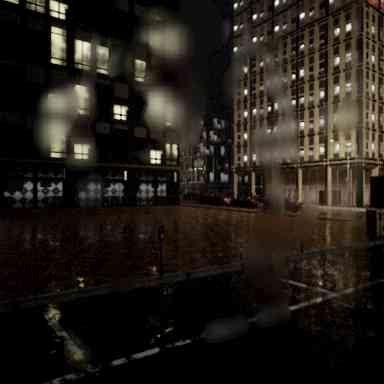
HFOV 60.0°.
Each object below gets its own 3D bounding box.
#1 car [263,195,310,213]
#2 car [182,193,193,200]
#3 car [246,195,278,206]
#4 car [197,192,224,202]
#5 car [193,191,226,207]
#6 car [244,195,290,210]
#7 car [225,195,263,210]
[{"bbox_3d":[9.327,1.183,32.189,1.967,1.590,4.097,2,0,-36],"label":"car"},{"bbox_3d":[-0.149,0.795,59.779,1.947,1.339,4.313,2,0,-36],"label":"car"},{"bbox_3d":[9.599,1.133,46.183,1.802,1.307,4.206,2,0,-36],"label":"car"},{"bbox_3d":[3.003,0.859,55.385,1.752,1.417,4.829,2,0,-36],"label":"car"},{"bbox_3d":[2.834,0.843,41.248,2.192,1.841,5.009,2,0,-36],"label":"car"},{"bbox_3d":[8.462,1.143,37.814,2.128,1.511,4.902,0,1,-36],"label":"car"},{"bbox_3d":[6.074,1.217,36.719,1.802,1.307,4.206,2,0,-36],"label":"car"}]
